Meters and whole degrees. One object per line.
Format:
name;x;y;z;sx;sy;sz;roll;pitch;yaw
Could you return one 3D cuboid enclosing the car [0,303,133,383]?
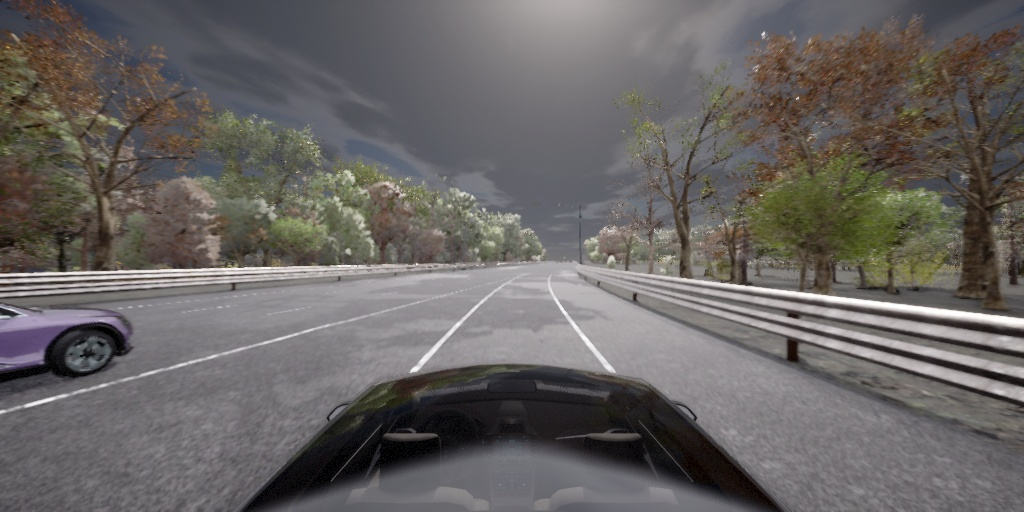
car;-8.256;1.151;4.667;2.033;1.649;4.856;0;-1;11
